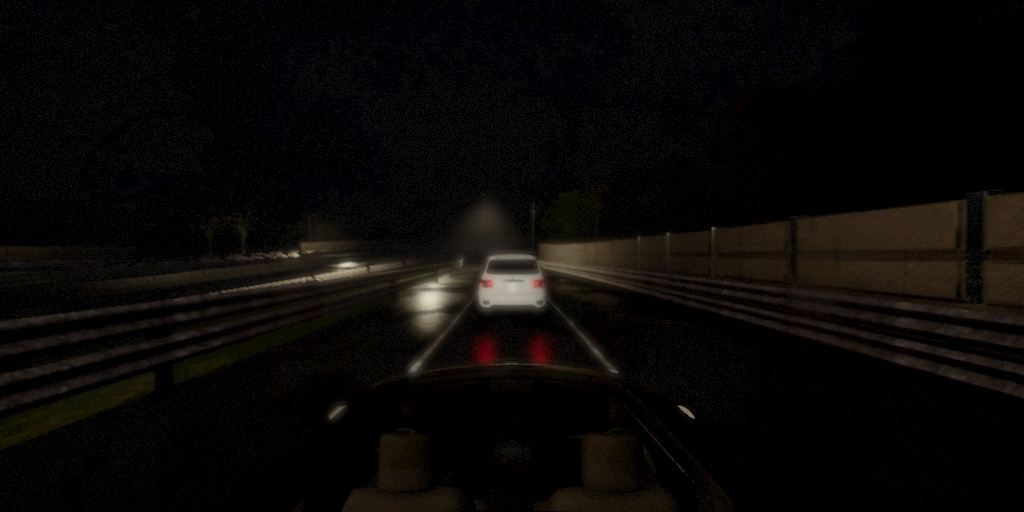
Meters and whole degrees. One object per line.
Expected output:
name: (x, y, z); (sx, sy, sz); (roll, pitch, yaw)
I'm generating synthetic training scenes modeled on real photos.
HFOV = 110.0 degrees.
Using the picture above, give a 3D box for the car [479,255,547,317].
car: (0.007, 0.976, 13.281); (2.150, 2.045, 5.566); (0, 0, -1)
